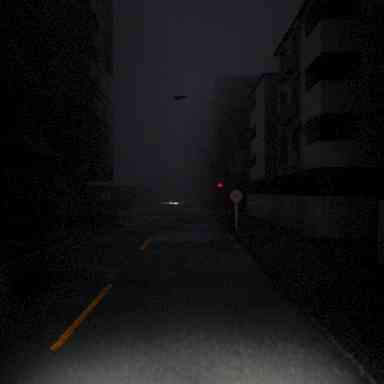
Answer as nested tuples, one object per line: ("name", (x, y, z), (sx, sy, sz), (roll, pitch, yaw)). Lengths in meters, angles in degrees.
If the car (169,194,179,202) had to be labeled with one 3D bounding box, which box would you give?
("car", (-4.043, 1.737, 74.557), (2.128, 1.511, 4.902), (0, 0, 0))
